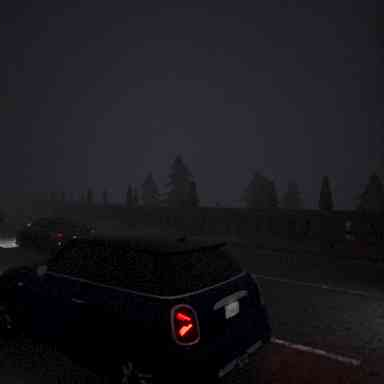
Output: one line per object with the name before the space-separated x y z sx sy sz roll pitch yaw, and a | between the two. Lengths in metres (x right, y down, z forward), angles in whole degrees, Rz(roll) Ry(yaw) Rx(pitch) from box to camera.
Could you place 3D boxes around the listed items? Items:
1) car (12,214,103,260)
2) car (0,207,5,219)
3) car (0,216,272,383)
car | -5.680 1.709 13.819 4.181 1.385 1.994 -1 -1 44
car | -16.739 1.691 27.288 2.097 1.767 4.553 0 -1 -34
car | -1.201 1.401 5.168 4.553 1.767 2.097 -1 -1 38
